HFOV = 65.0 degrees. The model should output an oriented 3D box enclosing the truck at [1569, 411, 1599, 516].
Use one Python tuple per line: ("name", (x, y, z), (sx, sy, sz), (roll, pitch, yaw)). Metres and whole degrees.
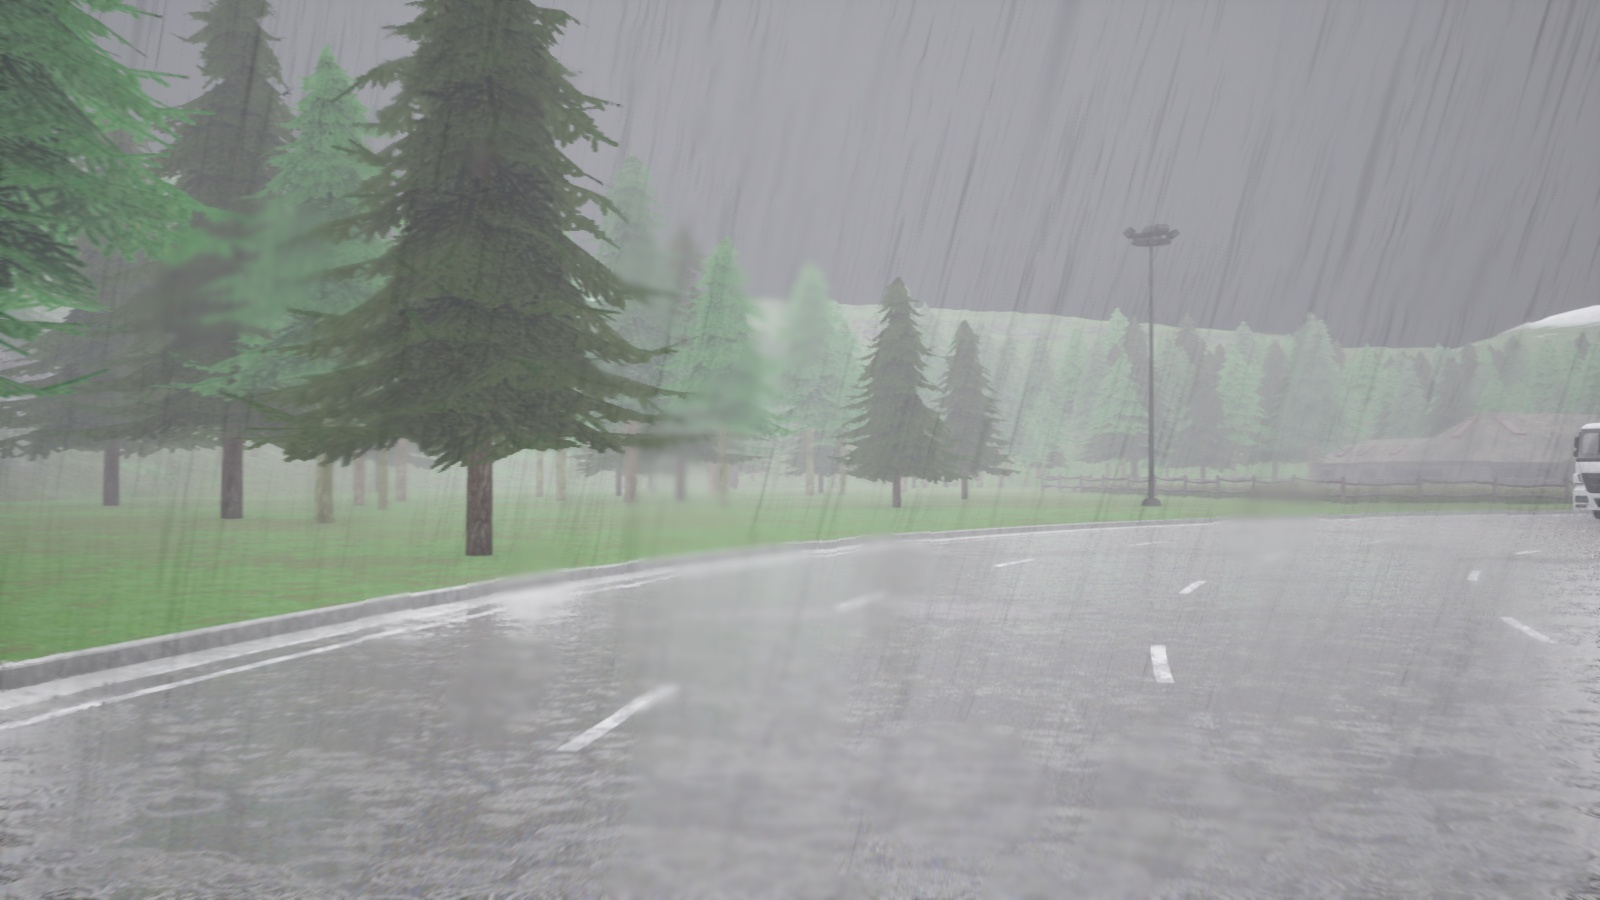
("truck", (30.177, 0.463, 42.914), (7.936, 3.462, 2.891), (0, -1, -27))
